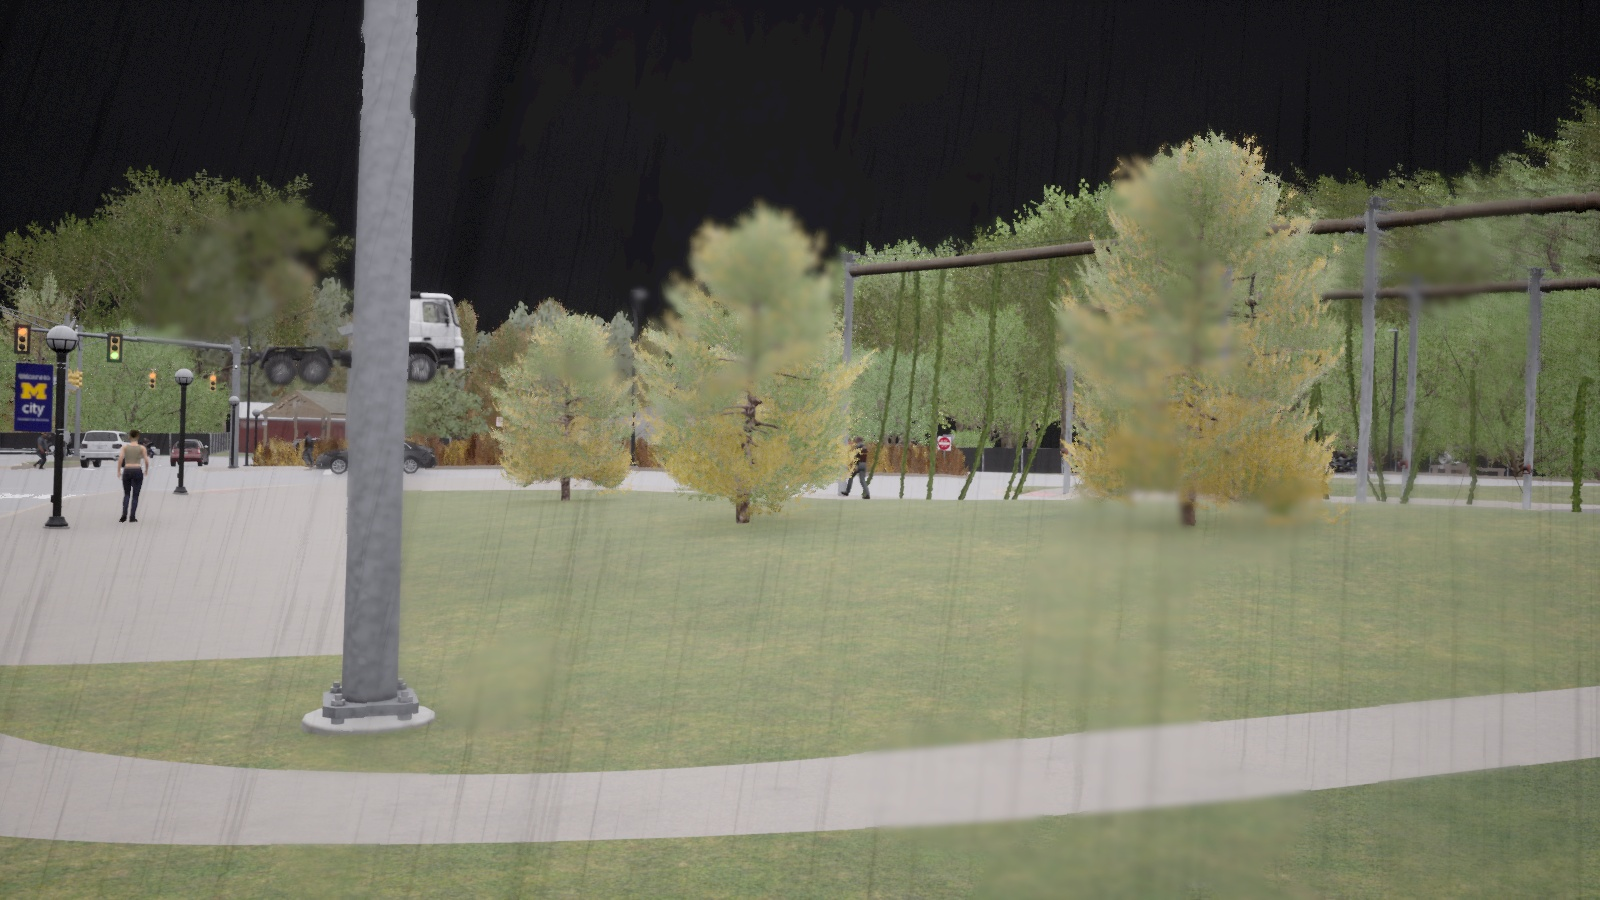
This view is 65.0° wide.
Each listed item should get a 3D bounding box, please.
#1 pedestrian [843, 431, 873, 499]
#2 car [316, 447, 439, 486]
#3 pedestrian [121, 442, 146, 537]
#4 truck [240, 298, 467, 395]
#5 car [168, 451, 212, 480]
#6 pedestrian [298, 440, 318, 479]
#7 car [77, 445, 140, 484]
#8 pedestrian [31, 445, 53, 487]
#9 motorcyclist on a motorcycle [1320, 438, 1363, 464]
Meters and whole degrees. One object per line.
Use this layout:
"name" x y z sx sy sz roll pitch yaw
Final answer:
"pedestrian" 1.603 0.399 34.820 0.720 1.854 0.376 1 1 44
"car" -18.055 0.697 53.746 4.892 1.490 1.837 -1 1 -20
"pedestrian" -13.062 0.761 24.607 0.345 1.836 0.594 1 0 -20
"truck" -17.323 -4.057 48.921 7.936 3.462 2.891 -4 4 -22
"car" -36.865 0.901 75.985 1.851 1.617 3.988 -1 1 -19
"pedestrian" -23.801 0.465 60.804 0.849 1.883 0.563 1 0 -25
"car" -38.547 0.799 70.136 2.150 2.045 5.566 -1 0 -19
"pedestrian" -34.176 0.724 56.633 0.694 1.848 0.540 1 0 -14
"motorcyclist on a motorcycle" 32.944 0.089 76.461 0.866 1.530 2.191 -1 0 -40
